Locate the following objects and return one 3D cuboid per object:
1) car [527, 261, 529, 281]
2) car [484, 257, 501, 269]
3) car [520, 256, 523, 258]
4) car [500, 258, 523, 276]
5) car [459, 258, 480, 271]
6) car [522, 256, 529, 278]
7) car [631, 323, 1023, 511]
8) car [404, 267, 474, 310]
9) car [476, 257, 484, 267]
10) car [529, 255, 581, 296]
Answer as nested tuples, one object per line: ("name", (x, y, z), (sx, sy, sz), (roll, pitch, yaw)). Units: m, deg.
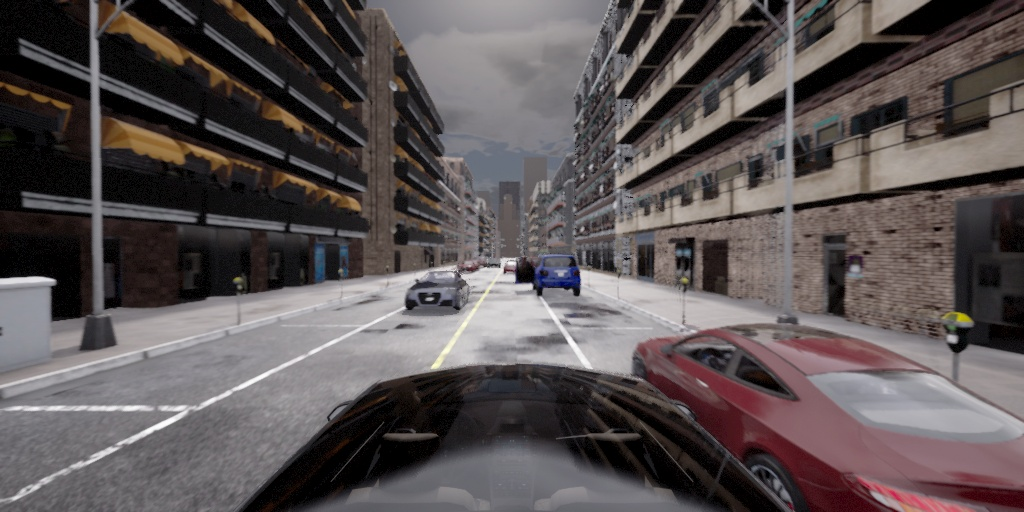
("car", (2.552, 1.299, 31.909), (1.802, 1.307, 4.207), (0, 0, 0))
("car", (-2.772, 1.056, 56.887), (2.097, 1.767, 4.553), (0, 0, 0))
("car", (2.541, 1.006, 60.230), (2.192, 1.841, 5.009), (0, 0, 0))
("car", (0.021, 1.271, 41.338), (1.994, 1.385, 4.181), (0, 0, 1))
("car", (-5.333, 1.250, 43.338), (1.888, 1.381, 4.507), (0, 0, 0))
("car", (2.550, 1.026, 37.573), (2.192, 1.841, 5.009), (0, 0, 0))
("car", (2.564, 1.330, 3.588), (1.802, 1.307, 4.207), (0, 0, 0))
("car", (-2.854, 1.300, 14.375), (1.994, 1.385, 4.181), (0, 0, 0))
("car", (-5.335, 1.245, 48.989), (1.888, 1.381, 4.507), (0, 0, 0))
("car", (2.263, 0.952, 19.267), (2.150, 2.045, 5.566), (0, 0, 0))
